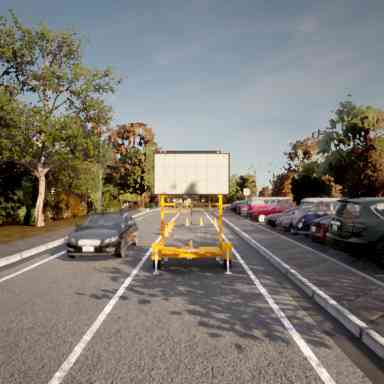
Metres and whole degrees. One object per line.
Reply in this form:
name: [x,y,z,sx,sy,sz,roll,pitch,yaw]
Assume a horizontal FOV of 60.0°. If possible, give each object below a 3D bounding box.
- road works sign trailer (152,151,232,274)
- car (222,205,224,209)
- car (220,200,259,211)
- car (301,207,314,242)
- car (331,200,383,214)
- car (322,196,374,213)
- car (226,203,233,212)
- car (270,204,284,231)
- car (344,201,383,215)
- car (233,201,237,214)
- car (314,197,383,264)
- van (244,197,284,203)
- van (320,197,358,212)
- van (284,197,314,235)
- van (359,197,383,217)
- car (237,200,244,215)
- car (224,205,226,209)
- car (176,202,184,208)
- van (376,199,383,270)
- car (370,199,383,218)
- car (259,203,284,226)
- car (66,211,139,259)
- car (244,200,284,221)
road works sign trailer: [-0.016,0.492,10.603,2.380,3.560,2.880,0,0,-1]
car: [7.141,1.926,46.317,4.892,1.521,2.231,0,-1,0]
car: [6.955,1.981,49.085,5.366,1.575,1.946,0,-1,0]
car: [7.099,1.501,13.007,4.792,1.488,2.163,0,0,0]
car: [20.019,1.823,40.529,5.366,1.575,1.946,0,-1,0]
car: [20.237,1.616,43.301,5.566,2.045,2.435,0,-1,0]
car: [7.091,1.541,38.001,5.566,2.045,2.435,0,-1,0]
car: [7.084,1.583,18.565,4.674,1.452,2.002,0,-1,0]
car: [20.192,1.789,37.762,4.892,1.521,2.231,0,-1,0]
car: [7.143,1.786,35.220,4.792,1.488,2.163,0,-1,0]
car: [7.093,1.199,10.257,5.566,2.045,2.435,0,0,0]
van: [7.219,1.459,29.672,4.442,1.987,1.878,0,-1,0]
van: [20.333,1.695,46.192,4.442,1.987,1.878,0,-1,0]
van: [6.959,1.281,15.793,4.442,1.987,1.878,0,-1,0]
van: [20.310,1.527,34.994,4.442,1.987,1.878,0,-1,0]
car: [7.111,1.761,32.445,4.674,1.452,2.002,0,-1,0]
car: [7.136,1.874,43.545,5.008,1.535,2.097,0,-1,0]
car: [-3.138,3.449,89.041,2.097,1.767,4.553,0,-3,0]
van: [6.943,1.234,7.481,4.442,1.987,1.878,0,0,0]
car: [20.156,1.591,32.224,4.553,1.767,2.185,0,-1,0]
car: [7.057,1.608,21.343,4.792,1.488,2.163,0,-1,0]
car: [-3.243,1.532,12.863,2.128,1.511,4.902,0,0,0]
car: [7.103,1.649,26.893,5.008,1.535,2.097,0,-1,0]
